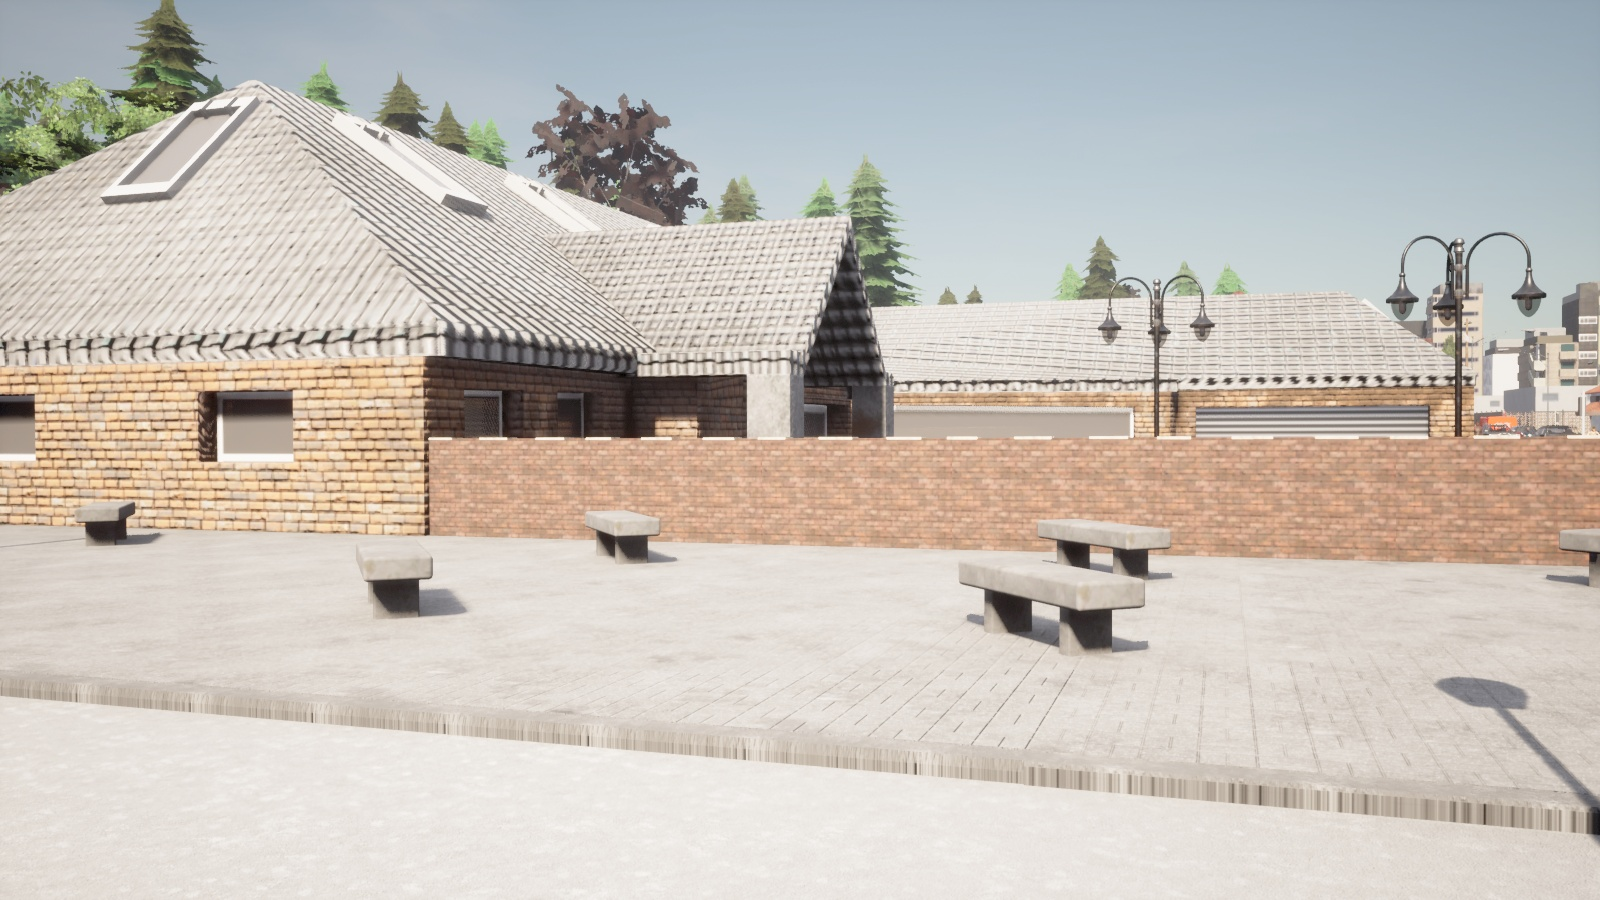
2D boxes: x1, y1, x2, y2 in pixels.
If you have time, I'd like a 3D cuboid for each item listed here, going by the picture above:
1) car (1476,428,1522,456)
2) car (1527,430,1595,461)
[{"bbox_3d":[47.662,-0.551,85.748,1.932,1.855,4.605,1,1,18],"label":"car"},{"bbox_3d":[42.318,-0.290,69.938,2.242,1.667,4.611,1,1,19],"label":"car"}]
